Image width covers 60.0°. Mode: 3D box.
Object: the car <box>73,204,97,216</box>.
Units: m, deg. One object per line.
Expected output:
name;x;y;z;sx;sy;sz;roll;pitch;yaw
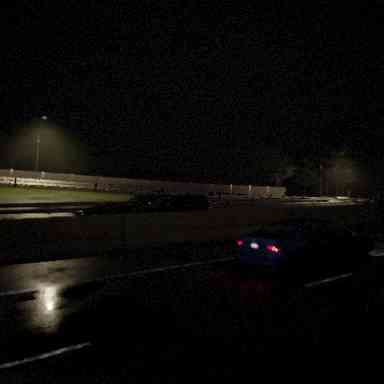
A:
car;-6.458;1.505;25.181;4.892;1.490;1.837;0;0;-35

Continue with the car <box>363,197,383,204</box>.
car;27.197;1.538;49.150;5.008;1.535;1.882;0;0;-35

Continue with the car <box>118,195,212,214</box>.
car;-1.289;1.222;20.270;5.566;2.045;2.150;0;0;-35

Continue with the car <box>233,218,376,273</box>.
car;3.782;1.548;10.744;5.357;1.411;2.033;0;0;-36

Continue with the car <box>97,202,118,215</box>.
car;-3.324;1.222;23.118;5.566;2.045;2.150;0;0;-36
